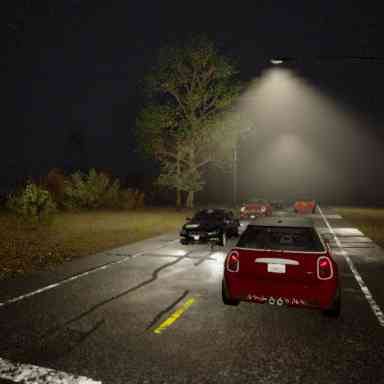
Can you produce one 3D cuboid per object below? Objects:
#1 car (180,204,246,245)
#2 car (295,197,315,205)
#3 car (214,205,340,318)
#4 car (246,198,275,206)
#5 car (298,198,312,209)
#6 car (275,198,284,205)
[{"bbox_3d":[0.975,1.506,15.203,1.837,1.490,4.892,0,0,19],"label":"car"},{"bbox_3d":[12.683,1.360,37.363,2.097,1.767,4.553,0,0,20],"label":"car"},{"bbox_3d":[2.187,1.353,7.826,2.097,1.767,4.553,0,0,19],"label":"car"},{"bbox_3d":[5.409,1.356,27.724,2.097,1.767,4.553,0,0,20],"label":"car"},{"bbox_3d":[15.881,1.538,46.584,1.812,1.442,4.674,0,0,19],"label":"car"},{"bbox_3d":[10.640,1.533,42.257,1.882,1.535,5.008,0,0,19],"label":"car"}]
